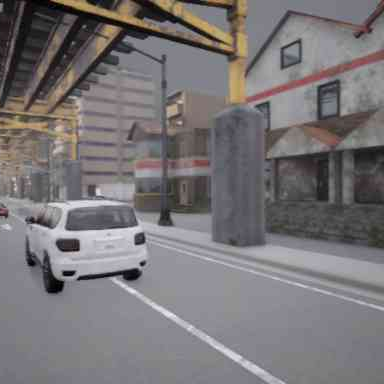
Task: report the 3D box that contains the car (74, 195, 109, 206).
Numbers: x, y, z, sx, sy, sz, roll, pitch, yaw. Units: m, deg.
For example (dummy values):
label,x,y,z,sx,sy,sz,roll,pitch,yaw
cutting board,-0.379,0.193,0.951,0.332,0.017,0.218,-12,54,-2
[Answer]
label,x,y,z,sx,sy,sz,roll,pitch,yaw
car,-15.429,1.274,51.276,4.974,1.542,2.038,0,0,-8

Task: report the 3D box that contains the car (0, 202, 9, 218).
label,x,y,z,sx,sy,sz,roll,pitch,yaw
car,-17.487,1.562,29.582,1.994,1.385,4.181,-1,1,-33

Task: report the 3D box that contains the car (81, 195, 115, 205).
label,x,y,z,sx,sy,sz,roll,pitch,yaw
car,-13.428,1.130,47.639,1.853,1.218,4.536,0,1,37

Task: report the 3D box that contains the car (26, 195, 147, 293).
label,x,y,z,sx,sy,sz,roll,pitch,yaw
car,-3.194,1.240,9.304,2.150,2.045,5.566,-1,0,-33

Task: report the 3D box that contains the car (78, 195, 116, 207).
label,x,y,z,sx,sy,sz,roll,pitch,yaw
car,-13.458,1.288,47.599,2.038,1.542,4.974,0,1,37

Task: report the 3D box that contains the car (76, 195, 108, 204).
label,x,y,z,sx,sy,sz,roll,pitch,yaw
car,-15.379,1.116,51.282,4.536,1.218,1.853,0,0,-8
